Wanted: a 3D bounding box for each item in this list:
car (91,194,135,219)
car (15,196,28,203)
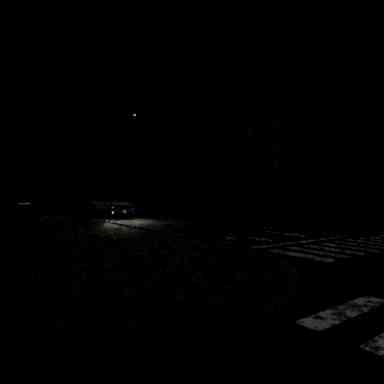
[{"bbox_3d":[-7.016,1.211,29.003,2.150,2.045,5.566,1,0,-36],"label":"car"},{"bbox_3d":[-34.399,1.543,67.129,1.994,1.385,4.181,1,-1,-36],"label":"car"}]
